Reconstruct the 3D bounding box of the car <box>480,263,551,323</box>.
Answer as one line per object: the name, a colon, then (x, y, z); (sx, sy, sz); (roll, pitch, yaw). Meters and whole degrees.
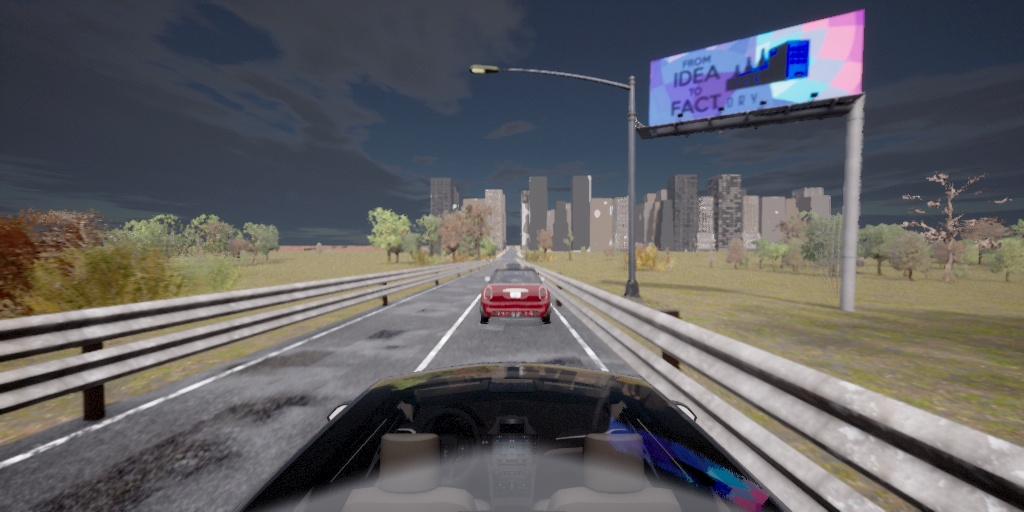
car: (0.102, 1.120, 12.304); (2.097, 1.767, 4.553); (0, 0, 0)
